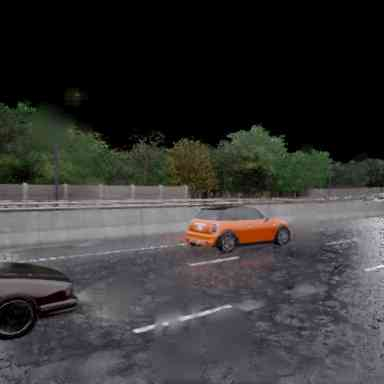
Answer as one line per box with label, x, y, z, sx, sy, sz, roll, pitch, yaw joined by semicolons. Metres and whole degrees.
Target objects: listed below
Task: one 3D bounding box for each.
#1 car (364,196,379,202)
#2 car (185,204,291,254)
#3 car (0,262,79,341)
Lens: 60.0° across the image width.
car;45.029;1.696;84.255;2.128;1.511;4.902;1;1;39
car;2.032;1.369;13.798;4.553;1.767;2.097;0;0;-36
car;-4.550;1.545;4.799;5.357;1.411;2.033;0;0;-36
